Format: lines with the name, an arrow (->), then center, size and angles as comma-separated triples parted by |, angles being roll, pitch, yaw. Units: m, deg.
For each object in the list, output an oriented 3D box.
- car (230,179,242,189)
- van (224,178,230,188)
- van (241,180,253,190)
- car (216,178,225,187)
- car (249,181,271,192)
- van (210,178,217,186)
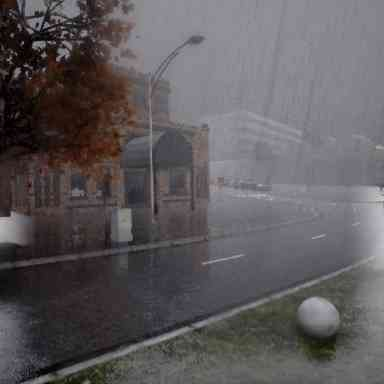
car -> 11.464, -1.643, 72.944 | 2.435, 2.045, 5.566 | 6, 6, 40
van -> 9.930, -1.868, 75.479 | 1.878, 1.987, 4.442 | 6, 6, 40
van -> 13.028, -1.370, 70.464 | 1.878, 1.987, 4.442 | 5, 6, 40
car -> 8.499, -2.024, 78.157 | 2.185, 1.767, 4.553 | 5, 6, 40
car -> 14.417, -0.888, 67.790 | 2.097, 1.535, 5.008 | 5, 6, 40
van -> 7.115, -2.383, 80.863 | 1.878, 1.987, 4.442 | 5, 6, 40
